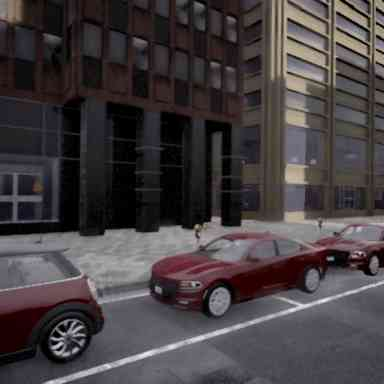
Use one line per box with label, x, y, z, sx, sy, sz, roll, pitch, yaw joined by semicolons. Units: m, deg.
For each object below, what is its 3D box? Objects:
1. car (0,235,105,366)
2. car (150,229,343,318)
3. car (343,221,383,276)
car;-3.347;1.436;4.256;4.097;1.590;1.967;1;0;-35
car;1.212;1.605;7.508;4.507;1.381;1.887;1;0;-35
car;5.774;1.669;10.760;4.507;1.381;1.887;1;0;-35
